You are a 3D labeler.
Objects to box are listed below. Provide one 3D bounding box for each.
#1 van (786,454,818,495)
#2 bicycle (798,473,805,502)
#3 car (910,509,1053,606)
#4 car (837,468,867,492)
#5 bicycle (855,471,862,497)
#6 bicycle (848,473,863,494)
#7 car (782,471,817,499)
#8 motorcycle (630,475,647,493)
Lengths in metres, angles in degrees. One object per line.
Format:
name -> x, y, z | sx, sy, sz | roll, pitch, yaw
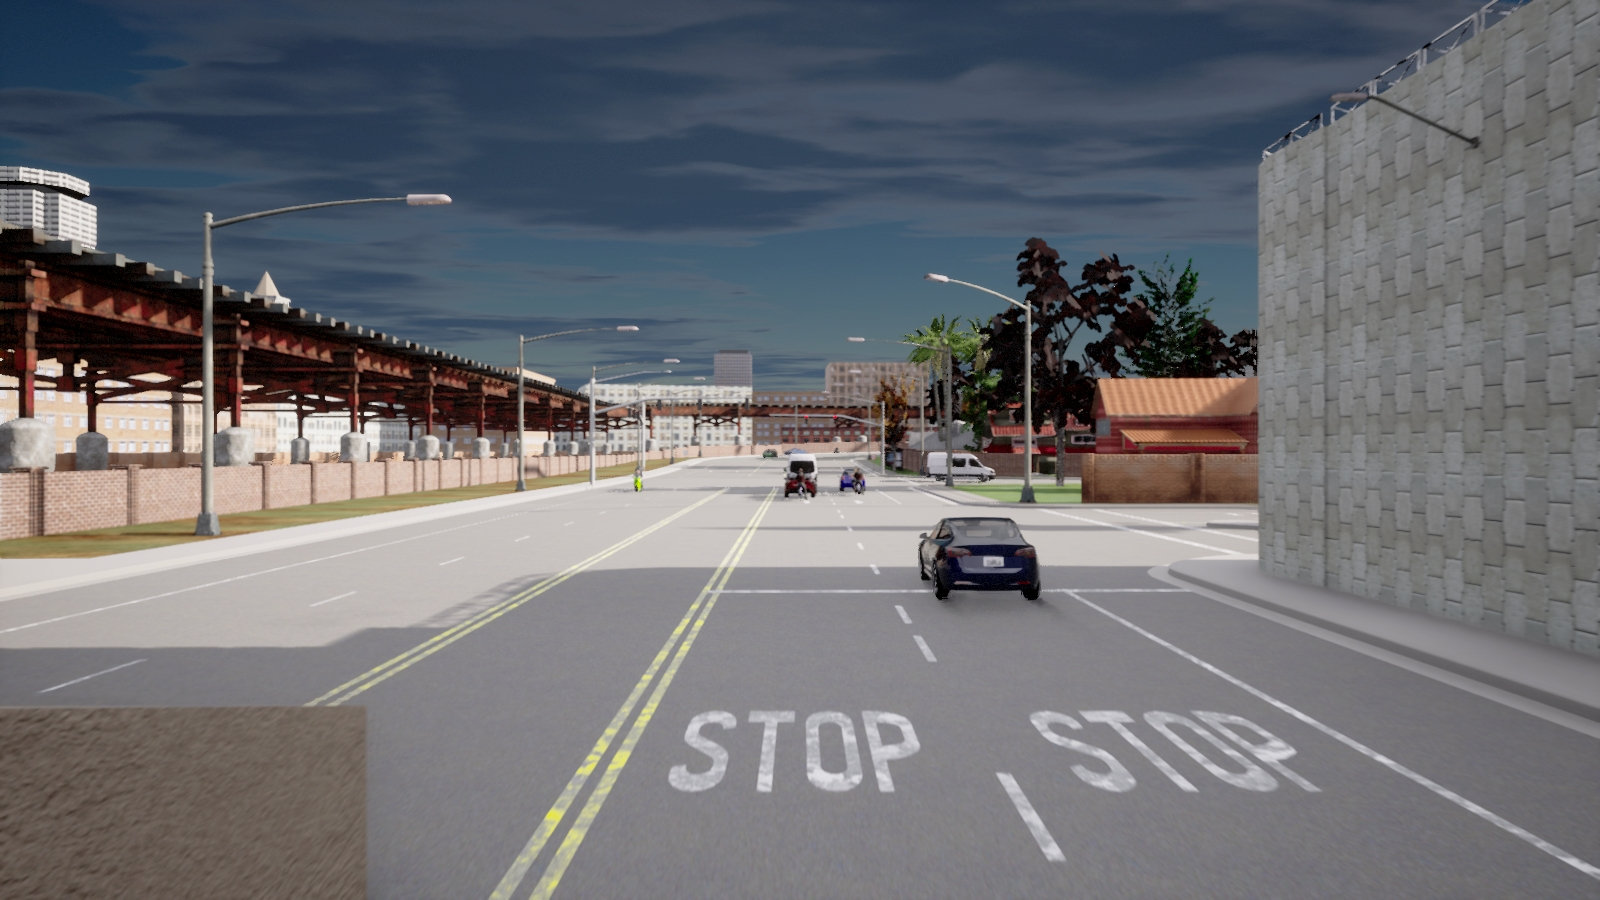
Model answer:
van -> 0.105, 1.525, 74.811 | 1.988, 2.561, 5.915 | 0, 0, -1
bicycle -> 0.081, 2.038, 62.624 | 0.329, 1.496, 1.835 | -1, 0, 0
car -> 3.495, 2.060, 22.948 | 2.163, 1.488, 4.792 | 0, 0, 1
car -> 3.505, 2.029, 77.131 | 1.845, 1.501, 3.633 | 0, 0, 0
bicycle -> 3.543, 2.039, 68.907 | 0.329, 1.496, 1.835 | 0, 0, 0
bicycle -> 3.535, 2.137, 72.536 | 0.859, 1.301, 1.487 | 0, 0, 0
car -> -0.004, 2.031, 67.831 | 2.007, 1.525, 4.514 | 0, 0, 0
motorcycle -> -10.462, 2.204, 74.112 | 0.803, 1.145, 2.033 | 0, 0, 0
